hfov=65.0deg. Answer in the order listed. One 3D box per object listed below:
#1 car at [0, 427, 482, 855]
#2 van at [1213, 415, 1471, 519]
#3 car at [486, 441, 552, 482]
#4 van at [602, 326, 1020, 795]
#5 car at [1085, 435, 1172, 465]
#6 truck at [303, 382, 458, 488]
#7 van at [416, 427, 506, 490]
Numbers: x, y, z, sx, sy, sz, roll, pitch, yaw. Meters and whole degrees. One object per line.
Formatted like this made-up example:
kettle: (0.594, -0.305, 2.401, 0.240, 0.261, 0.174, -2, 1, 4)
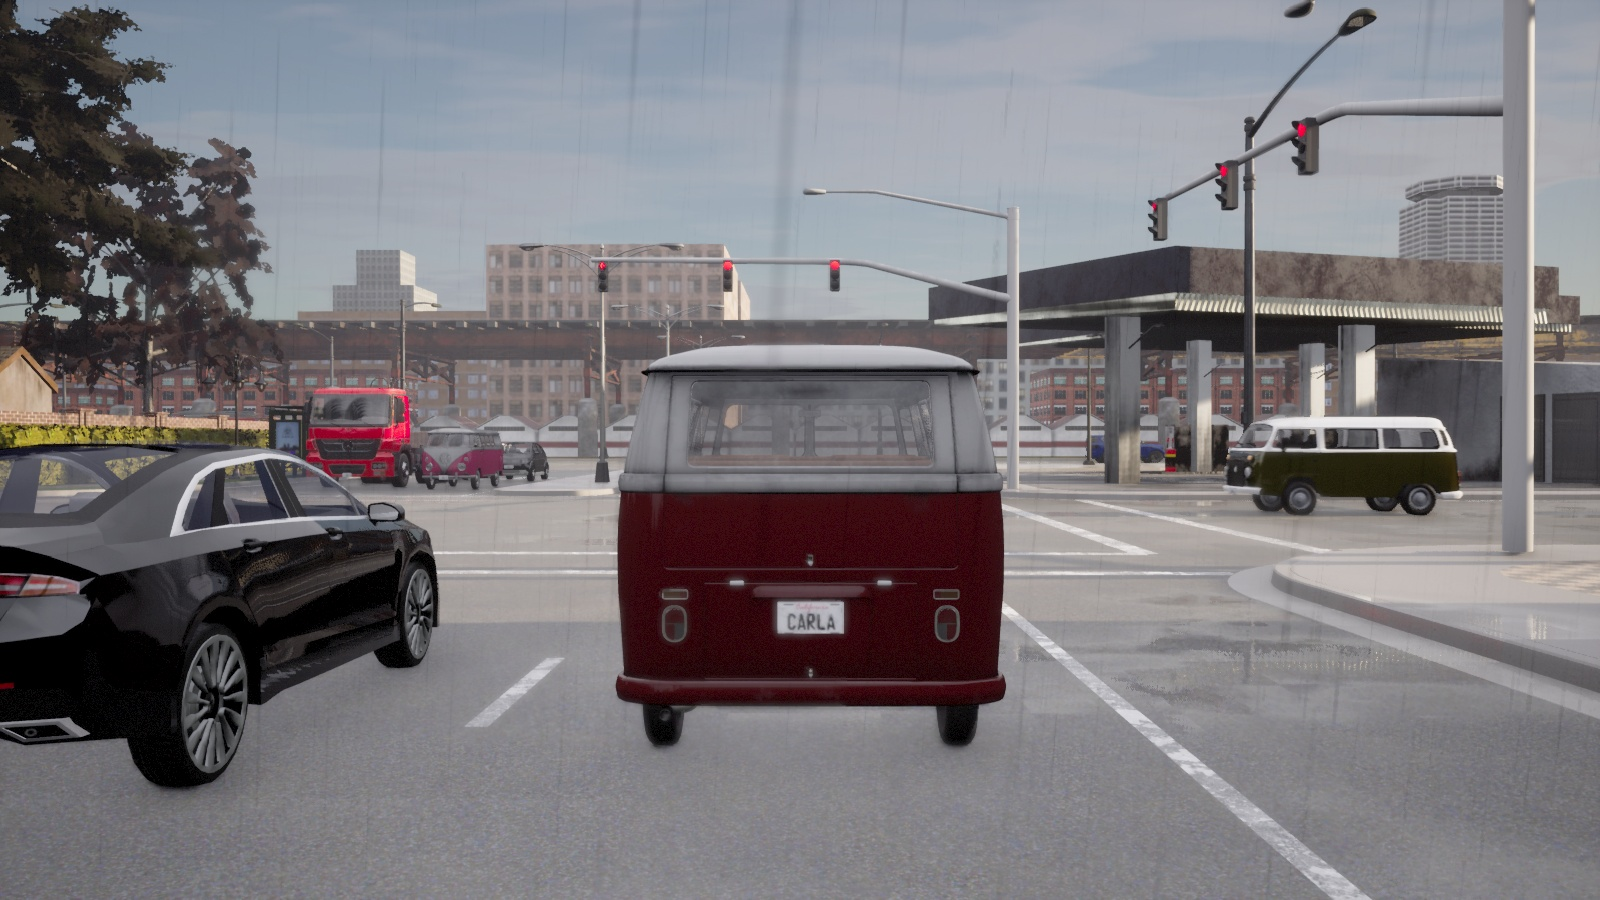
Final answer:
car: (-3.445, 0.661, 6.895, 2.128, 1.511, 4.902, 0, 0, 0)
van: (11.225, 0.334, 26.234, 4.480, 2.038, 2.069, 0, 0, -1)
car: (-11.191, 0.433, 50.189, 1.789, 1.549, 3.705, 0, 0, 0)
van: (0.059, 0.457, 7.547, 1.775, 1.987, 4.442, 0, 0, 0)
car: (23.179, -0.017, 88.752, 5.566, 2.045, 2.150, 0, 0, 1)
truck: (-14.767, -0.501, 44.943, 2.891, 3.462, 7.936, 0, 0, 0)
van: (-11.240, 0.253, 41.950, 1.775, 1.987, 4.442, 0, 0, 0)
